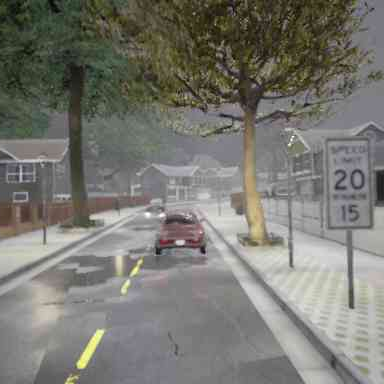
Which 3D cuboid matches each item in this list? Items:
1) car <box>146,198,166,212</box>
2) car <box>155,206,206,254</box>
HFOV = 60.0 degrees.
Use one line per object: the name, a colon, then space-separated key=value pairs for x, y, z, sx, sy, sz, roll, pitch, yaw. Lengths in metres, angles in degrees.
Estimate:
car: x=-4.013 y=1.468 z=38.334 sx=1.812 sy=1.442 sz=4.674 roll=-1 pitch=0 yaw=1
car: x=-0.455 y=1.525 z=13.492 sx=1.812 sy=1.442 sz=4.674 roll=-1 pitch=0 yaw=-1
